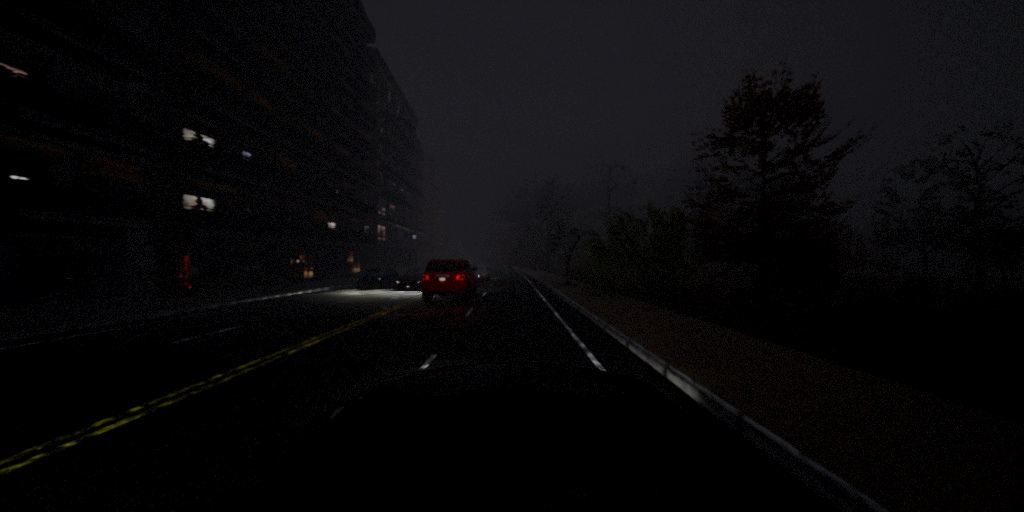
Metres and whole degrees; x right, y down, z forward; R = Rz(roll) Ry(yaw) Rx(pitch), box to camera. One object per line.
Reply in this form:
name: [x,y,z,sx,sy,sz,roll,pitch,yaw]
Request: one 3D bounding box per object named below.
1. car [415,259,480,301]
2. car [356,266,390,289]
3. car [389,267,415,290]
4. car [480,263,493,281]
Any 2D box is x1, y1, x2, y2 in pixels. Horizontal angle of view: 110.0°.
car: [-3.141,1.178,18.857,2.150,2.045,5.566,0,-1,0]
car: [-9.844,1.530,26.784,1.882,1.535,5.008,0,-1,0]
car: [-6.589,1.583,25.343,2.033,1.411,5.357,0,-1,0]
car: [-3.192,1.696,36.288,1.812,1.442,4.674,0,-1,-1]
